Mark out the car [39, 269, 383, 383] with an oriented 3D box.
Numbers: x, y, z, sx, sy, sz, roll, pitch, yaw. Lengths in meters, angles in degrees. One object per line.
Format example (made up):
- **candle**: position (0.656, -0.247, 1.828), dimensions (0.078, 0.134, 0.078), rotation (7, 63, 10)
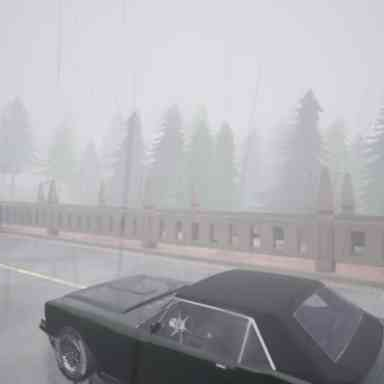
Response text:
- **car**: position (0.336, 1.601, 3.750), dimensions (4.718, 1.301, 1.895), rotation (0, 0, 35)
